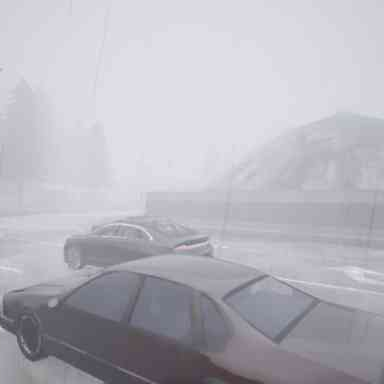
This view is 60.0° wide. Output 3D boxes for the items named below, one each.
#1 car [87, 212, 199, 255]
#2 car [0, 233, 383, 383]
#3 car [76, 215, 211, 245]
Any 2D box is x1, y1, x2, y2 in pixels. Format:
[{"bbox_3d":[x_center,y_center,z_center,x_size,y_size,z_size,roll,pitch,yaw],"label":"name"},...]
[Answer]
[{"bbox_3d":[-2.205,1.641,14.164,4.718,1.301,1.895,0,0,35],"label":"car"},{"bbox_3d":[-0.331,1.558,4.227,5.357,1.411,2.033,0,0,36],"label":"car"},{"bbox_3d":[-1.708,1.520,9.510,4.902,1.511,2.128,0,0,35],"label":"car"}]
